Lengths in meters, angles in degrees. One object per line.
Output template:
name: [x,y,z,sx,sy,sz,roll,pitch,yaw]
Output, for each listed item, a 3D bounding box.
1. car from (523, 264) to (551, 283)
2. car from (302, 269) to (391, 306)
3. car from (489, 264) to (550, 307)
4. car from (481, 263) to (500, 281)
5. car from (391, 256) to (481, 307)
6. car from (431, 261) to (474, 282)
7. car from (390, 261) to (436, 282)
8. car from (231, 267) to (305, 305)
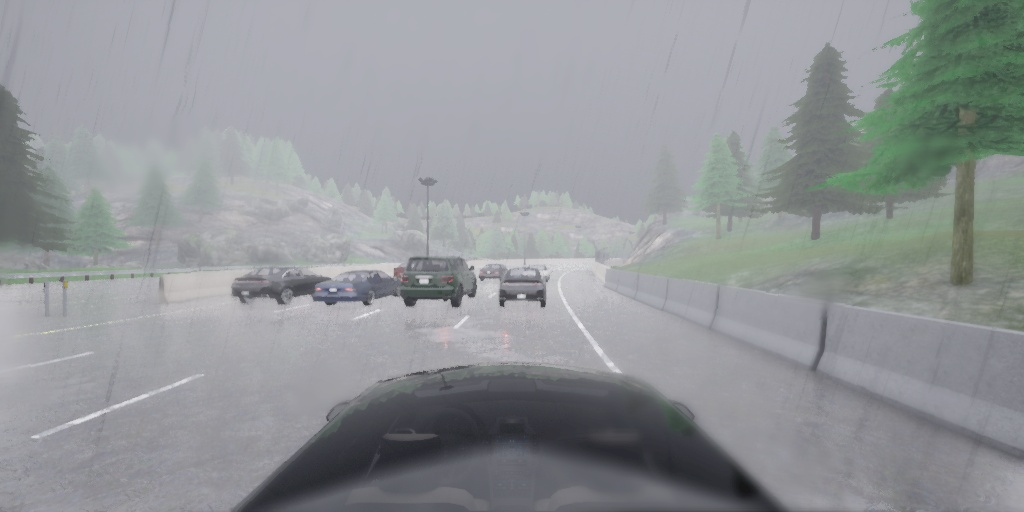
car: [2.084,1.364,29.049,1.895,1.301,4.718,0,0,9]
car: [-6.459,1.310,15.827,2.033,1.411,5.357,0,0,4]
car: [0.521,1.242,15.299,2.128,1.511,4.902,0,0,4]
car: [-1.380,1.311,29.546,2.033,1.411,5.357,0,0,9]
car: [-2.967,1.005,15.593,2.150,2.045,5.566,0,0,4]
car: [-4.841,1.242,30.072,2.128,1.511,4.902,0,0,9]
car: [-8.301,1.232,30.597,1.882,1.535,5.008,0,0,9]
car: [-9.949,1.242,16.090,2.128,1.511,4.902,0,0,4]
